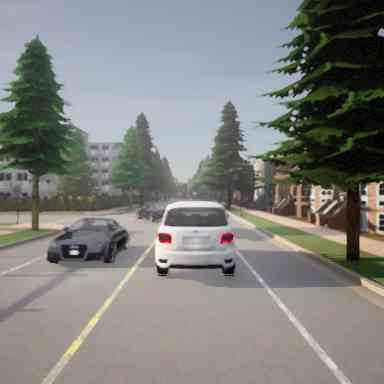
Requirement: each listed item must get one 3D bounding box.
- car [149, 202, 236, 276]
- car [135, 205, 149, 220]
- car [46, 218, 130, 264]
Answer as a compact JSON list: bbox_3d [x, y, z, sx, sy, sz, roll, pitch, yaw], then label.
[{"bbox_3d":[0.102,1.310,10.808,2.150,2.045,5.566,0,0,0],"label":"car"},{"bbox_3d":[-3.208,1.754,28.358,1.812,1.442,4.674,1,-1,-31],"label":"car"},{"bbox_3d":[-3.558,1.660,12.069,1.994,1.385,4.181,0,-1,0],"label":"car"}]
